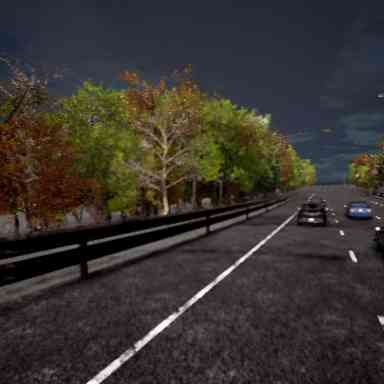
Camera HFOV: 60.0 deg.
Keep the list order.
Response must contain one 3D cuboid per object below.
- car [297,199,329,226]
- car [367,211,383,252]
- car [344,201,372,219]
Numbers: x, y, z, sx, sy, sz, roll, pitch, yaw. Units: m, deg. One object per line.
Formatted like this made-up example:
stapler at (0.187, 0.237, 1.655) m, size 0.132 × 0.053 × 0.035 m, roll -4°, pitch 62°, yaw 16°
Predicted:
car at (8.561, 1.501, 23.653) m, size 1.837 × 1.490 × 4.892 m, roll 0°, pitch 1°, yaw 21°
car at (7.388, 1.589, 11.038) m, size 2.033 × 1.411 × 5.357 m, roll 0°, pitch 0°, yaw 21°
car at (14.368, 1.512, 28.866) m, size 2.033 × 1.411 × 5.357 m, roll 0°, pitch 1°, yaw 21°
